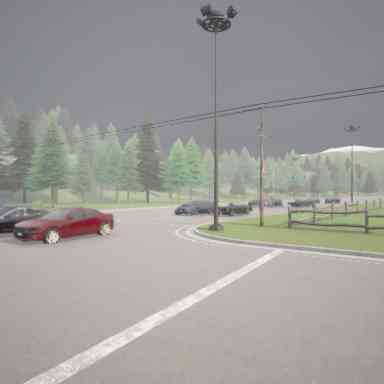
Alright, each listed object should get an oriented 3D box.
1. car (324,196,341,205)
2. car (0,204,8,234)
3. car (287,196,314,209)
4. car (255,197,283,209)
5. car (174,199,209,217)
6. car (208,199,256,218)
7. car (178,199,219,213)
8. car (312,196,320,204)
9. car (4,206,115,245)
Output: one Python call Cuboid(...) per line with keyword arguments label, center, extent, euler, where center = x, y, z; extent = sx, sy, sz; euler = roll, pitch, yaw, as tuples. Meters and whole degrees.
Cuboid(label="car", center=(25.426, 1.515, 60.104), extent=(1.882, 1.535, 5.008), euler=(0, 0, 36))
Cuboid(label="car", center=(-9.279, 1.491, 17.118), extent=(2.128, 1.511, 4.902), euler=(0, 0, 30))
Cuboid(label="car", center=(14.754, 1.601, 45.789), extent=(1.895, 1.301, 4.718), euler=(0, 0, 36))
Cuboid(label="car", center=(11.322, 1.491, 47.030), extent=(2.128, 1.511, 4.902), euler=(0, 0, 36))
Cuboid(label="car", center=(0.168, 1.564, 31.833), extent=(1.994, 1.385, 4.181), euler=(0, 0, 36))
Cuboid(label="car", center=(3.774, 1.601, 30.871), extent=(1.895, 1.301, 4.718), euler=(0, 0, 36))
Cuboid(label="car", center=(0.848, 1.547, 38.725), extent=(2.033, 1.411, 5.357), euler=(0, 0, 36))
Cuboid(label="car", center=(22.609, 1.561, 62.181), extent=(1.812, 1.442, 4.674), euler=(0, 0, 36))
Cuboid(label="car", center=(-5.911, 1.477, 15.974), extent=(1.882, 1.535, 5.008), euler=(0, 0, 30))
